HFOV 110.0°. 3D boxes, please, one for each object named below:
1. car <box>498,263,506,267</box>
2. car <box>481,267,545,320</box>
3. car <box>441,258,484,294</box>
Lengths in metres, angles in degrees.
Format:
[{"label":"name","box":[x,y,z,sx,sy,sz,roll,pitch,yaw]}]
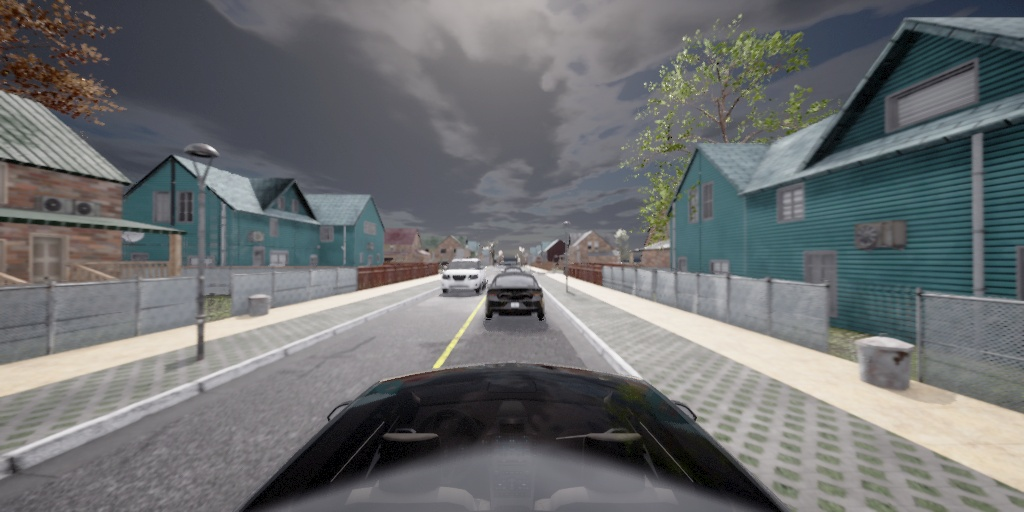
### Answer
[{"label":"car","box":[0.096,1.521,27.145,1.812,1.442,4.674,0,-1,0]},{"label":"car","box":[0.097,1.321,13.127,1.882,1.535,5.008,0,0,0]},{"label":"car","box":[-2.846,1.161,22.020,2.150,2.045,5.566,0,-1,0]}]
